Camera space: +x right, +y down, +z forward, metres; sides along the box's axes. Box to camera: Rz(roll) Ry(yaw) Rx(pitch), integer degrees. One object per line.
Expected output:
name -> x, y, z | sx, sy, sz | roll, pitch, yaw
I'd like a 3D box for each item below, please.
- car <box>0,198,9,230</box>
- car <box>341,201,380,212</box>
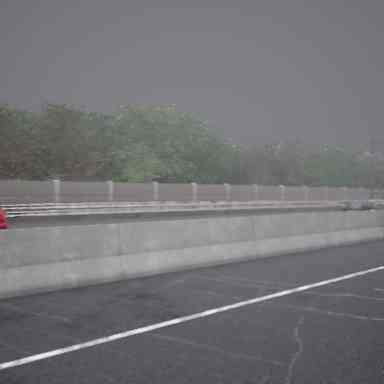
car -> -10.651, 1.212, 13.583 | 5.566, 2.045, 2.150 | 0, 0, -35
car -> 19.664, 1.744, 38.683 | 5.357, 1.411, 2.033 | 1, 0, -33
